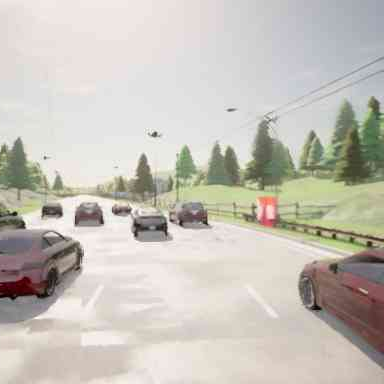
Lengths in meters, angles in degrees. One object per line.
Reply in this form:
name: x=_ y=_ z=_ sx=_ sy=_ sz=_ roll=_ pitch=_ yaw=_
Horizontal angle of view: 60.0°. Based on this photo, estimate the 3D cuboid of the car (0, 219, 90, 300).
car: x=-4.169 y=1.641 z=8.578 sx=1.994 sy=1.385 sz=4.181 roll=0 pitch=0 yaw=-6

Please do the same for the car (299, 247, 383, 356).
car: x=3.194 y=1.524 z=4.878 sx=1.812 sy=1.442 sz=4.674 roll=0 pitch=0 yaw=-4

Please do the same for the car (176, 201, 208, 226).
car: x=-0.375 y=1.475 z=24.628 sx=2.097 sy=1.767 sz=4.553 roll=0 pitch=0 yaw=-15

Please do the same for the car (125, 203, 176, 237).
car: x=-2.530 y=1.607 z=19.137 sx=2.128 sy=1.511 sz=4.902 roll=0 pitch=0 yaw=-13

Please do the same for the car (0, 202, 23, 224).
car: x=-8.237 y=1.352 z=12.762 sx=2.150 sy=2.045 sz=5.566 roll=0 pitch=0 yaw=-10

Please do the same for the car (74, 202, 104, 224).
car: x=-8.216 y=1.549 z=26.587 sx=2.097 sy=1.767 sz=4.553 roll=0 pitch=0 yaw=-17

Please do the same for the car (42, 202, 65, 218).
car: x=-14.363 y=1.764 z=34.522 sx=1.882 sy=1.535 sz=5.008 roll=0 pitch=0 yaw=-18

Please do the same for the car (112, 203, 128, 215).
car: x=-7.943 y=1.849 z=37.438 sx=1.895 sy=1.301 sz=4.718 roll=0 pitch=0 yaw=-18

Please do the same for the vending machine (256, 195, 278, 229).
vending machine: x=4.805 y=1.262 z=21.444 sx=1.100 sy=2.100 sz=0.880 roll=0 pitch=0 yaw=-14
